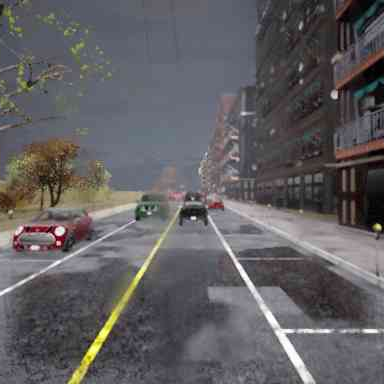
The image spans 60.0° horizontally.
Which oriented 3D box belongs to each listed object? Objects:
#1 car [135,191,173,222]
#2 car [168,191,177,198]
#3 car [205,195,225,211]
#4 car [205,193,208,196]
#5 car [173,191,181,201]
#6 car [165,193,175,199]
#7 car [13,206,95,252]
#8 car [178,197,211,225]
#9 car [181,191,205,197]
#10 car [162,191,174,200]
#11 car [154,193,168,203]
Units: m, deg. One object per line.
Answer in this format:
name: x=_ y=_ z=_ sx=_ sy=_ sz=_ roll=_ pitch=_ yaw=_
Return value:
car: x=-2.852 y=1.049 z=25.004 sx=2.150 sy=2.045 sz=5.566 roll=0 pitch=0 yaw=0
car: x=-5.314 y=0.694 z=90.751 sx=2.192 sy=1.841 sz=5.009 roll=1 pitch=0 yaw=0
car: x=2.570 y=1.337 z=35.699 sx=1.802 sy=1.307 sz=4.206 roll=1 pitch=0 yaw=0
car: x=2.569 y=1.230 z=46.788 sx=2.008 sy=1.369 sz=4.403 roll=1 pitch=0 yaw=0
car: x=-2.764 y=0.767 z=66.034 sx=2.150 sy=2.045 sz=5.566 roll=0 pitch=0 yaw=0
car: x=-5.316 y=1.005 z=79.680 sx=2.008 sy=1.369 sz=4.403 roll=1 pitch=0 yaw=0
car: x=-5.306 y=1.348 z=13.246 sx=1.967 sy=1.590 sz=4.097 roll=1 pitch=0 yaw=0
car: x=0.097 y=1.347 z=22.814 sx=1.837 sy=1.490 sz=4.892 roll=0 pitch=0 yaw=0
car: x=0.084 y=0.941 z=41.067 sx=2.150 sy=2.045 sz=5.566 roll=0 pitch=1 yaw=0
car: x=-5.312 y=0.807 z=74.143 sx=2.192 sy=1.841 sz=5.009 roll=1 pitch=0 yaw=0
car: x=-5.312 y=1.045 z=57.535 sx=1.967 sy=1.590 sz=4.097 roll=1 pitch=0 yaw=0
